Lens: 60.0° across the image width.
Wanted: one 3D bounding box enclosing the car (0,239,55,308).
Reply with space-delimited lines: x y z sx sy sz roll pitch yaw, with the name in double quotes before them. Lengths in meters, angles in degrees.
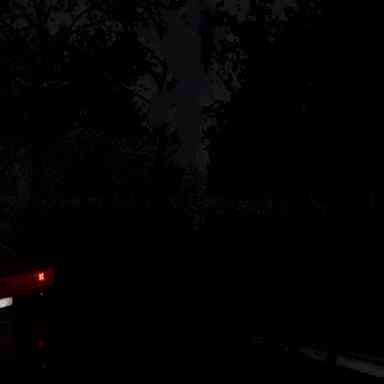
"car" -5.016 1.610 6.981 4.718 1.301 1.895 0 0 36
